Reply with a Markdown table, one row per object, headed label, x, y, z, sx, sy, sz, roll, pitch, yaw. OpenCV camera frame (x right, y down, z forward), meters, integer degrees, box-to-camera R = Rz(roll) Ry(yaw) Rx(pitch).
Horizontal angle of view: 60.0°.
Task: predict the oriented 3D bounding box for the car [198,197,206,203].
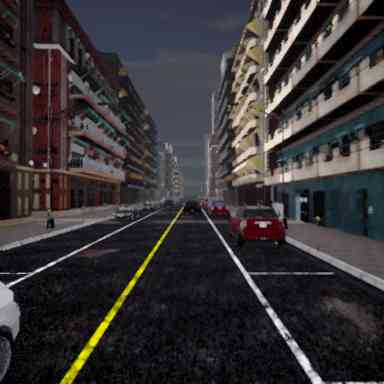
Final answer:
| label | x | y | z | sx | sy | sz | roll | pitch | yaw |
| --- | --- | --- | --- | --- | --- | --- | --- | --- | --- |
| car | 2.692 | 2.120 | 89.399 | 1.802 | 1.307 | 4.206 | 0 | 0 | 0 |

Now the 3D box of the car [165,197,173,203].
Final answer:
| label | x | y | z | sx | sy | sz | roll | pitch | yaw |
| --- | --- | --- | --- | --- | --- | --- | --- | --- | --- |
| car | -5.687 | 2.027 | 83.719 | 1.752 | 1.417 | 4.829 | 1 | 0 | 0 |

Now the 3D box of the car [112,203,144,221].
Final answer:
| label | x | y | z | sx | sy | sz | roll | pitch | yaw |
| --- | --- | --- | --- | --- | --- | --- | --- | --- | --- |
| car | -5.684 | 1.716 | 28.655 | 2.008 | 1.369 | 4.403 | 1 | 0 | 0 |

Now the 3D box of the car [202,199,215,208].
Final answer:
| label | x | y | z | sx | sy | sz | roll | pitch | yaw |
| --- | --- | --- | --- | --- | --- | --- | --- | --- | --- |
| car | 2.695 | 1.897 | 56.260 | 1.947 | 1.339 | 4.313 | 0 | 0 | 0 |

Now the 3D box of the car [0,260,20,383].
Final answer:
| label | x | y | z | sx | sy | sz | roll | pitch | yaw |
| --- | --- | --- | --- | --- | --- | --- | --- | --- | --- |
| car | -3.090 | 1.541 | 2.489 | 1.812 | 1.442 | 4.674 | 0 | 0 | 0 |

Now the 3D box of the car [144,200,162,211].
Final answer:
| label | x | y | z | sx | sy | sz | roll | pitch | yaw |
| --- | --- | --- | --- | --- | --- | --- | --- | --- | --- |
| car | -5.685 | 1.815 | 45.226 | 2.008 | 1.369 | 4.403 | 1 | 0 | 0 |

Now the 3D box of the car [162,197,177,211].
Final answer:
| label | x | y | z | sx | sy | sz | roll | pitch | yaw |
| --- | --- | --- | --- | --- | --- | --- | --- | --- | --- |
| car | -3.077 | 1.773 | 45.555 | 1.837 | 1.490 | 4.892 | 0 | -1 | 0 |

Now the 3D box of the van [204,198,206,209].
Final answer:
| label | x | y | z | sx | sy | sz | roll | pitch | yaw |
| --- | --- | --- | --- | --- | --- | --- | --- | --- | --- |
| van | 2.698 | 1.572 | 39.690 | 1.690 | 1.788 | 3.998 | 1 | 0 | 0 |

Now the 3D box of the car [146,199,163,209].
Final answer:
| label | x | y | z | sx | sy | sz | roll | pitch | yaw |
| --- | --- | --- | --- | --- | --- | --- | --- | --- | --- |
| car | -5.685 | 1.848 | 50.749 | 2.008 | 1.369 | 4.403 | 1 | 0 | 0 |

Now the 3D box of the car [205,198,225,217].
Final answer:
| label | x | y | z | sx | sy | sz | roll | pitch | yaw |
| --- | --- | --- | --- | --- | --- | --- | --- | --- | --- |
| car | 2.698 | 1.638 | 34.166 | 1.967 | 1.590 | 4.097 | 1 | 0 | 0 |

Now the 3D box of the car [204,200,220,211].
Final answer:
| label | x | y | z | sx | sy | sz | roll | pitch | yaw |
| --- | --- | --- | --- | --- | --- | --- | --- | --- | --- |
| car | 2.696 | 1.809 | 45.212 | 1.887 | 1.381 | 4.507 | 1 | 0 | 0 |

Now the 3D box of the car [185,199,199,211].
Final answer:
| label | x | y | z | sx | sy | sz | roll | pitch | yaw |
| --- | --- | --- | --- | --- | --- | --- | --- | --- | --- |
| car | 0.008 | 1.781 | 46.858 | 1.837 | 1.490 | 4.892 | 0 | 0 | 0 |

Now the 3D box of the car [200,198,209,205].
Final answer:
| label | x | y | z | sx | sy | sz | roll | pitch | yaw |
| --- | --- | --- | --- | --- | --- | --- | --- | --- | --- |
| car | 2.694 | 1.960 | 72.999 | 1.752 | 1.417 | 4.829 | 0 | 0 | 0 |

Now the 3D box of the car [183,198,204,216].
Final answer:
| label | x | y | z | sx | sy | sz | roll | pitch | yaw |
| --- | --- | --- | --- | --- | --- | --- | --- | --- | --- |
| car | 0.050 | 1.684 | 35.469 | 1.882 | 1.535 | 5.008 | 0 | 0 | 1 |

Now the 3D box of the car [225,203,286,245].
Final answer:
| label | x | y | z | sx | sy | sz | roll | pitch | yaw |
| --- | --- | --- | --- | --- | --- | --- | --- | --- | --- |
| car | 3.000 | 1.445 | 16.198 | 2.097 | 1.767 | 4.553 | 0 | 0 | 0 |
